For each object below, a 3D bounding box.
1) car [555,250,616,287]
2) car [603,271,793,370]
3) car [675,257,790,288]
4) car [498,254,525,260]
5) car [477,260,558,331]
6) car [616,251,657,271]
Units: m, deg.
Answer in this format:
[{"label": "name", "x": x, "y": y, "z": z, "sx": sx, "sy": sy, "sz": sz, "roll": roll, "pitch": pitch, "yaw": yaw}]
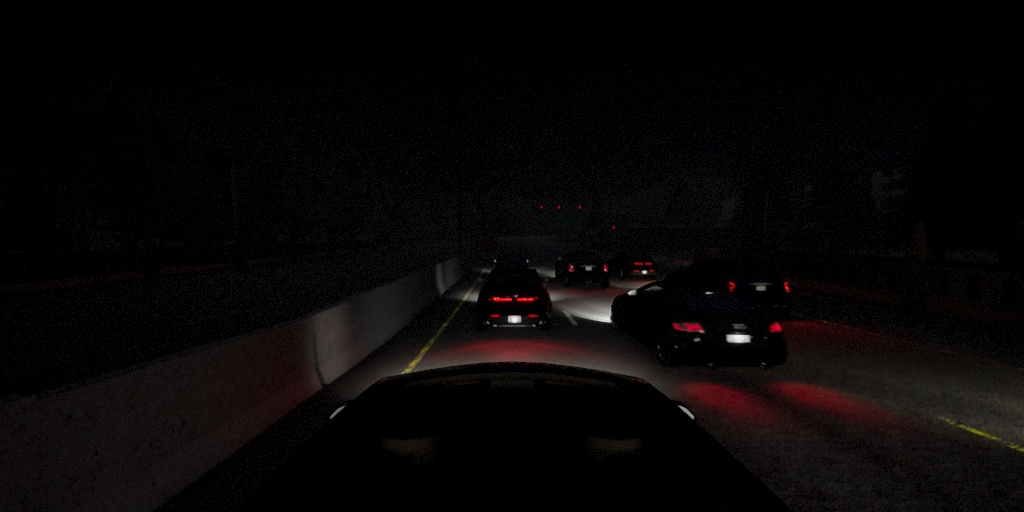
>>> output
[{"label": "car", "x": 3.481, "y": 0.472, "z": 18.451, "sx": 2.097, "sy": 1.767, "sz": 4.553, "roll": 0, "pitch": 4, "yaw": 0}, {"label": "car", "x": 3.562, "y": 1.223, "z": 7.667, "sx": 1.994, "sy": 1.385, "sz": 4.181, "roll": 0, "pitch": 2, "yaw": 0}, {"label": "car", "x": 7.027, "y": 0.836, "z": 12.264, "sx": 2.097, "sy": 1.767, "sz": 4.553, "roll": 0, "pitch": 3, "yaw": 0}, {"label": "car", "x": -0.029, "y": 0.574, "z": 19.925, "sx": 2.033, "sy": 1.411, "sz": 5.357, "roll": 0, "pitch": 4, "yaw": 0}, {"label": "car", "x": 0.042, "y": 1.069, "z": 10.421, "sx": 1.837, "sy": 1.490, "sz": 4.892, "roll": 0, "pitch": 2, "yaw": 0}, {"label": "car", "x": 6.962, "y": 0.452, "z": 21.276, "sx": 1.837, "sy": 1.490, "sz": 4.892, "roll": 0, "pitch": 4, "yaw": 0}]
